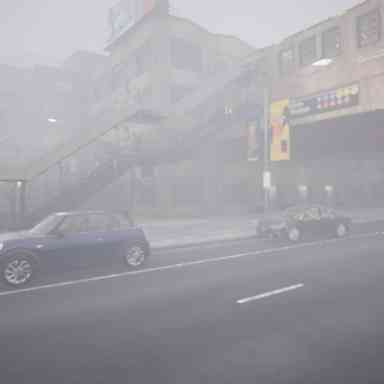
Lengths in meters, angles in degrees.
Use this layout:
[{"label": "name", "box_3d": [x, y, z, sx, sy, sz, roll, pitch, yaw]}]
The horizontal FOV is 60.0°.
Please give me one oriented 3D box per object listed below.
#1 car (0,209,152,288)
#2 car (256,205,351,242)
[{"label": "car", "box_3d": [-3.509, 1.336, 9.400, 4.553, 1.767, 2.185, -1, 0, -36]}, {"label": "car", "box_3d": [5.284, 1.382, 15.630, 4.892, 1.521, 2.231, 0, 0, -26]}]
